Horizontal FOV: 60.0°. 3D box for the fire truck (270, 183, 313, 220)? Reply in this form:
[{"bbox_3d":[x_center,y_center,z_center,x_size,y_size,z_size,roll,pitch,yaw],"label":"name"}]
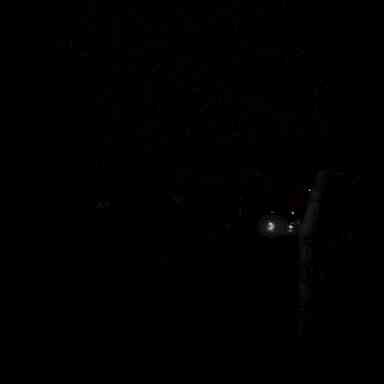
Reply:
[{"bbox_3d":[11.742,1.005,37.536,2.891,3.827,8.468,0,-1,35],"label":"fire truck"}]
